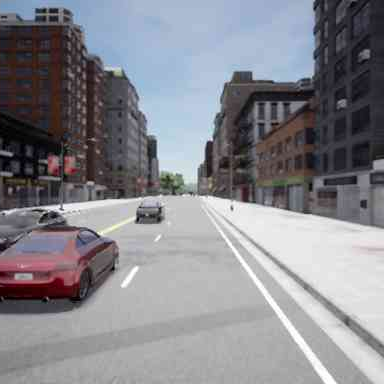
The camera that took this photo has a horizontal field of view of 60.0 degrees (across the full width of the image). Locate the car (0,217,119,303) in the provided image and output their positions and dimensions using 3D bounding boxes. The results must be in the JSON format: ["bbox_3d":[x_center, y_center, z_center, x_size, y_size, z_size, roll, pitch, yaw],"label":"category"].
[{"bbox_3d":[-3.154,1.550,8.238,1.994,1.385,4.181,0,0,0],"label":"car"}]

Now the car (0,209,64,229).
[{"bbox_3d":[-6.592,1.480,13.516,1.837,1.490,4.892,0,0,0],"label":"car"}]

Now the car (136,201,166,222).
[{"bbox_3d":[-3.158,1.436,25.962,2.128,1.511,4.902,0,0,0],"label":"car"}]
